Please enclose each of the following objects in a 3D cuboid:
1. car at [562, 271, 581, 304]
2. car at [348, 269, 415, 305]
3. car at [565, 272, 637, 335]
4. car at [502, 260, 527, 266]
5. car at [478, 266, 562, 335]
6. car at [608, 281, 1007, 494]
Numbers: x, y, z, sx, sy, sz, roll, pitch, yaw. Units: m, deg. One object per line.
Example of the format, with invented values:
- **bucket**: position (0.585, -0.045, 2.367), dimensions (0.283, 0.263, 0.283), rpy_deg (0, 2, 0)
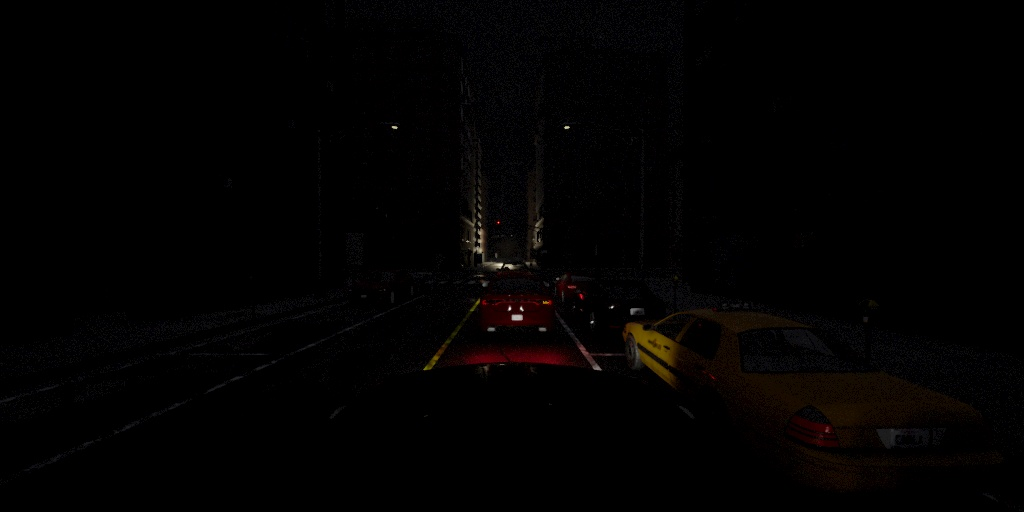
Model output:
- **car**: position (2.910, 1.327, 15.891), dimensions (1.802, 1.307, 4.207), rpy_deg (0, 0, 0)
- **car**: position (-5.636, 1.291, 15.911), dimensions (1.888, 1.381, 4.507), rpy_deg (0, 0, 0)
- **car**: position (2.895, 1.313, 10.305), dimensions (1.948, 1.339, 4.313), rpy_deg (0, 0, 0)
- **car**: position (0.145, 1.096, 20.817), dimensions (2.097, 1.767, 4.553), rpy_deg (0, 0, 0)
- **car**: position (0.118, 1.225, 10.488), dimensions (1.882, 1.535, 5.008), rpy_deg (0, 0, 0)
- **car**: position (2.880, 1.274, 4.889), dimensions (1.751, 1.417, 4.829), rpy_deg (0, 0, 0)
